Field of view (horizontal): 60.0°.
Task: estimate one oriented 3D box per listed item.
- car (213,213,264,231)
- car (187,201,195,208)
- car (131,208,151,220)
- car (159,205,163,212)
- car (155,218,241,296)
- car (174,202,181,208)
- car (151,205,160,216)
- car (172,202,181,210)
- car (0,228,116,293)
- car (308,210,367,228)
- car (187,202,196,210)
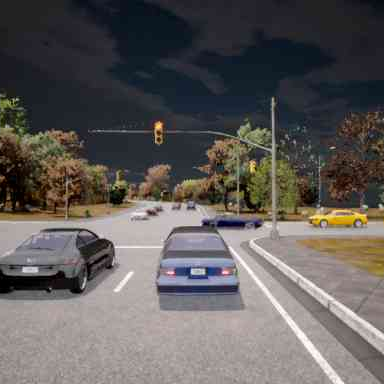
[{"bbox_3d":[3.232,2.339,26.371,4.718,1.301,1.895,-1,-3,20],"label":"car"},{"bbox_3d":[-0.321,3.248,88.051,1.882,1.535,5.008,0,0,-4],"label":"car"},{"bbox_3d":[-7.224,3.148,46.297,1.812,1.442,4.674,0,-2,0],"label":"car"},{"bbox_3d":[-7.182,3.530,70.947,2.033,1.411,5.357,0,0,0],"label":"car"},{"bbox_3d":[0.069,1.647,8.991,2.033,1.411,5.357,0,-1,-1],"label":"car"},{"bbox_3d":[-3.845,3.433,88.309,1.837,1.490,4.892,0,0,-4],"label":"car"},{"bbox_3d":[-7.231,3.526,58.267,1.895,1.301,4.718,0,-1,0],"label":"car"},{"bbox_3d":[-3.701,3.489,78.333,1.812,1.442,4.674,0,0,0],"label":"car"},{"bbox_3d":[-3.444,1.666,9.100,1.994,1.385,4.181,0,-1,0],"label":"car"},{"bbox_3d":[12.965,2.369,29.720,5.008,1.535,1.882,0,-3,-2],"label":"car"},{"bbox_3d":[-0.200,3.314,77.872,2.097,1.767,4.553,0,0,0],"label":"car"}]
